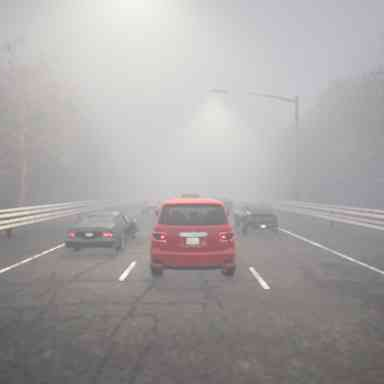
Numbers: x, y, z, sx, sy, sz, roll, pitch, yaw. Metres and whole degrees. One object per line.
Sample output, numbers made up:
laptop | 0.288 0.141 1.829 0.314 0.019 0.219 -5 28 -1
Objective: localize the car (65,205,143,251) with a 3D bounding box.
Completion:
car | -3.489 1.481 13.751 2.033 1.411 5.357 0 0 0

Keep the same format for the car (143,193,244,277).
car | 0.020 1.175 10.233 2.150 2.045 5.566 0 1 0

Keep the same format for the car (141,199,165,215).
car | -3.693 1.436 32.308 1.895 1.301 4.718 0 0 -1

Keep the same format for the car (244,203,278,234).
car | 3.474 1.413 18.732 1.837 1.490 4.892 0 0 0

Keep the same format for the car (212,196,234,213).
car | 3.258 1.295 35.668 1.882 1.535 5.008 0 0 -1
